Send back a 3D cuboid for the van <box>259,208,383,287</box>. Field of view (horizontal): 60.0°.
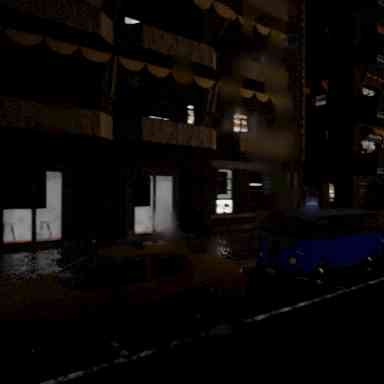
[{"bbox_3d":[3.560,1.350,9.090,3.998,1.788,1.690,0,0,-35],"label":"van"}]

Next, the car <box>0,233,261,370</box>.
[{"bbox_3d":[-1.210,1.528,5.690,4.829,1.417,1.752,0,0,-35],"label":"car"}]
